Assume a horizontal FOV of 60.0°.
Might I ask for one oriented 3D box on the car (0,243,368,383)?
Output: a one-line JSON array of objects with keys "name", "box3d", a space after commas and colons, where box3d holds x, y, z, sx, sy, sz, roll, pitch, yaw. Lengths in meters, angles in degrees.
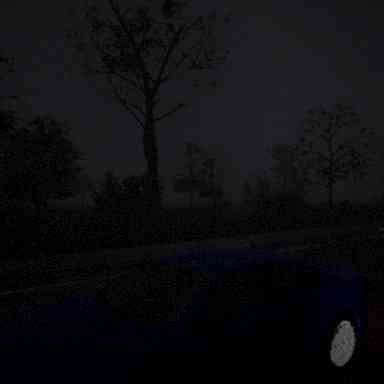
[{"name": "car", "box3d": [0.189, 1.476, 4.108, 5.008, 1.535, 1.882, 0, 0, -35]}]
